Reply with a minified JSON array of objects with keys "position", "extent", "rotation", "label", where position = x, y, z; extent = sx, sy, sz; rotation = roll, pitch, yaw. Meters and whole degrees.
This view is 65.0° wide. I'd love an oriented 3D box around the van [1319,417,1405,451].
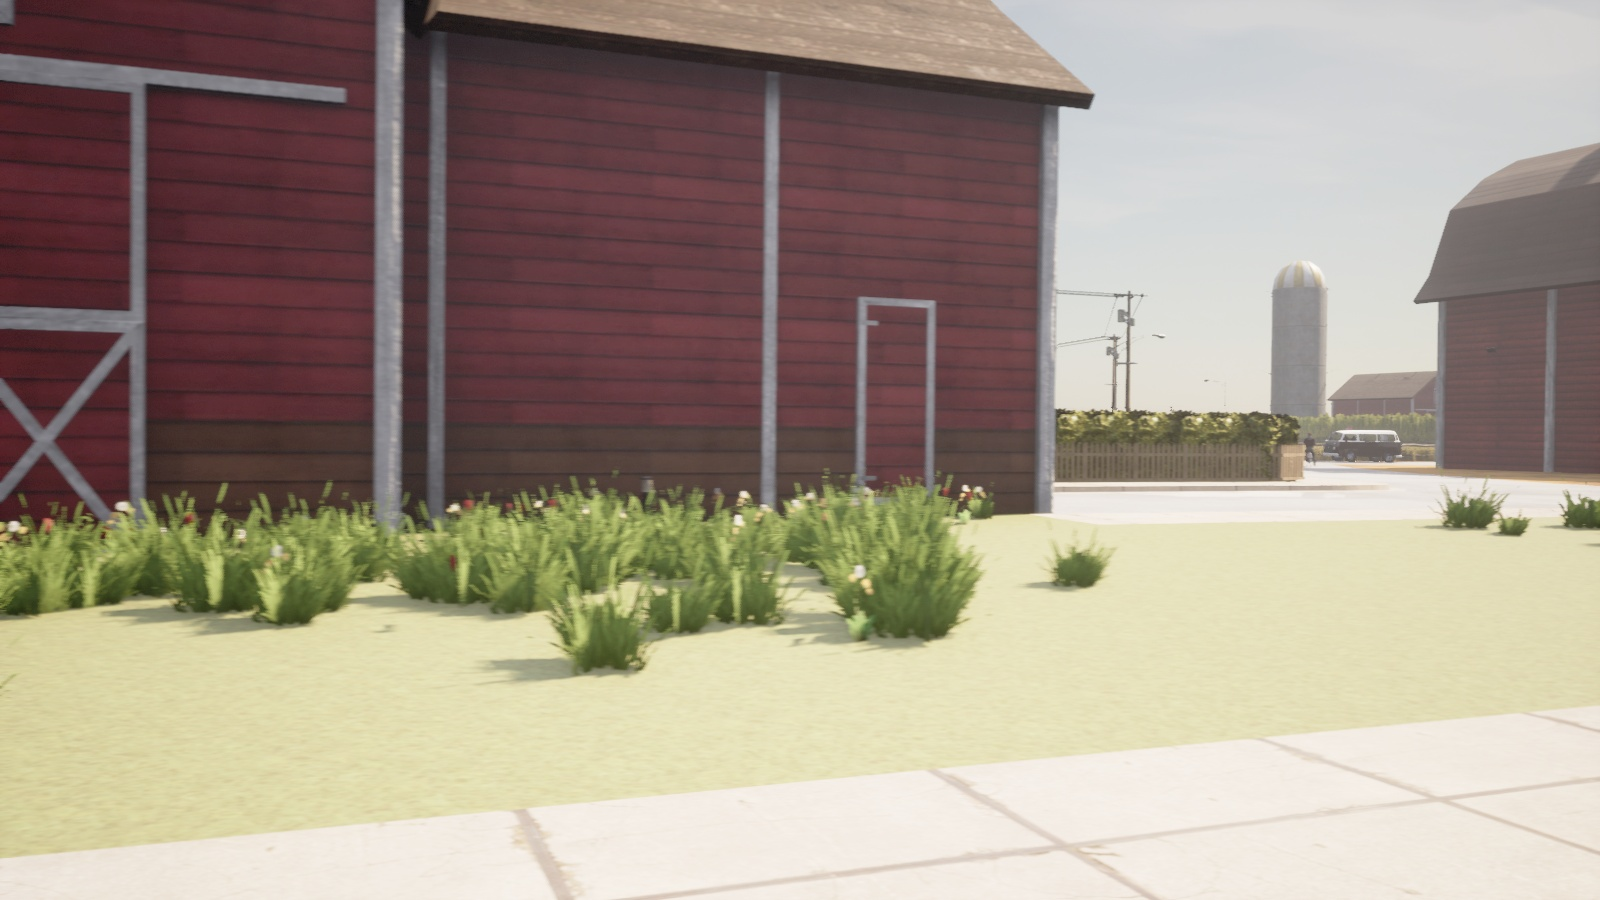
[{"position":[35.158,-0.996,78.576],"extent":[4.480,2.038,2.069],"rotation":[-1,1,-5],"label":"van"}]
